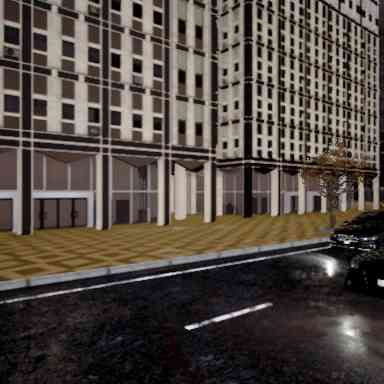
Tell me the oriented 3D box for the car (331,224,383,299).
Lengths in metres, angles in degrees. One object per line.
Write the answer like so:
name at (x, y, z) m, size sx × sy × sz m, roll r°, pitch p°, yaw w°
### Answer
car at (5.301, 1.578, 7.525) m, size 4.181 × 1.385 × 1.994 m, roll 0°, pitch 0°, yaw -36°

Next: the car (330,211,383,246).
car at (7.363, 1.530, 13.062) m, size 4.892 × 1.490 × 1.837 m, roll 1°, pitch 0°, yaw -36°
